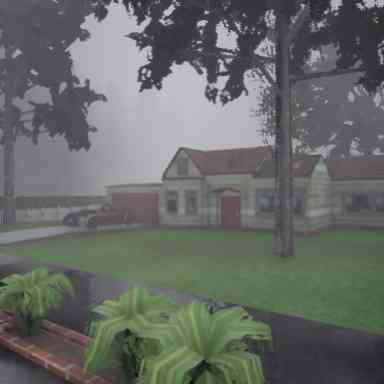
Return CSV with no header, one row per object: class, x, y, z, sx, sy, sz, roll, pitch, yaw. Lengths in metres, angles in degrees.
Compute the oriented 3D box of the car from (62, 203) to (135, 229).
car,-5.355,1.361,19.462,1.994,1.381,4.181,0,0,35
